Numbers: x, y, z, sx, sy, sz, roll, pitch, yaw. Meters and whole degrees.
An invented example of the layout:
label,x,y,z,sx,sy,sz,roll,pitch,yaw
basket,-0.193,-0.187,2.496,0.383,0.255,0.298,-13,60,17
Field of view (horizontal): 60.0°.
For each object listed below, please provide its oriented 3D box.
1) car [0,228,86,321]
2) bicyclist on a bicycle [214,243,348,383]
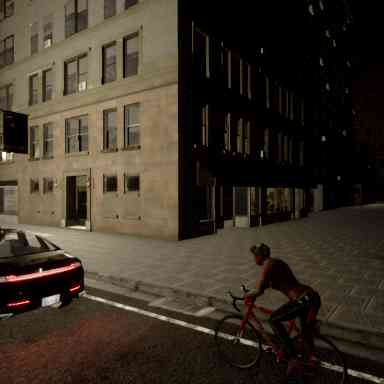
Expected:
label,x,y,z,sx,sy,sz,roll,pitch,yaw
car,-4.184,1.492,6.666,4.902,1.511,2.128,0,0,36
bicyclist on a bicycle,0.968,1.453,3.972,1.656,1.620,0.582,0,0,36
